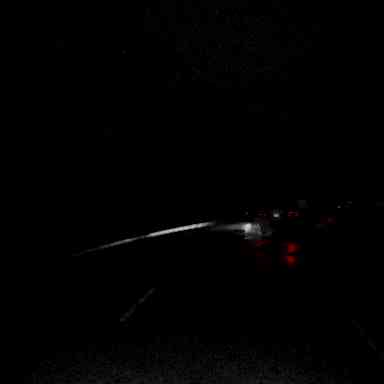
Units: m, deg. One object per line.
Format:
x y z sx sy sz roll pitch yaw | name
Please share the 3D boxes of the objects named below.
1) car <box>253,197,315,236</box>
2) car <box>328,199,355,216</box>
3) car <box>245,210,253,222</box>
5.561 1.276 19.078 2.150 2.045 5.566 0 0 29 | car
15.306 1.513 33.920 2.097 1.767 4.553 0 -1 32 | car
6.011 1.697 26.695 1.895 1.301 4.718 0 0 34 | car
